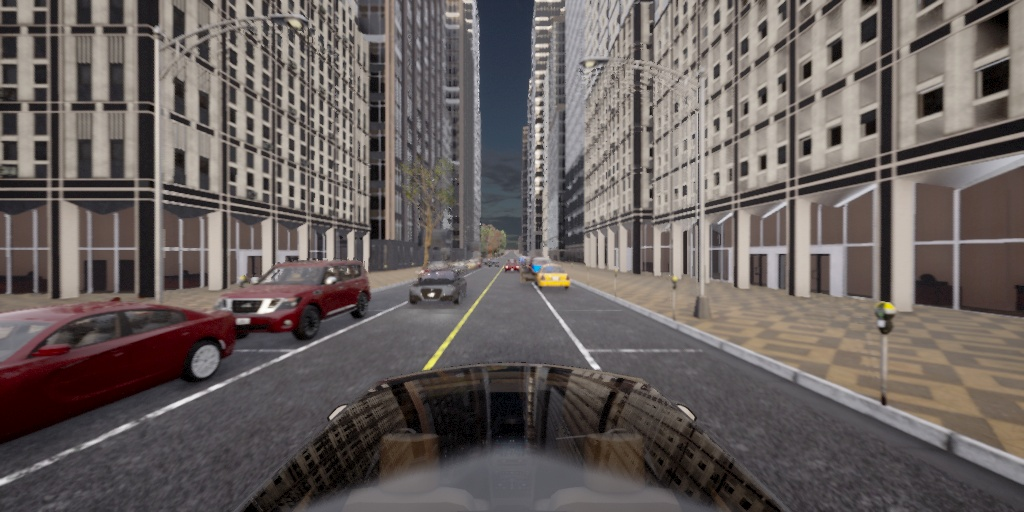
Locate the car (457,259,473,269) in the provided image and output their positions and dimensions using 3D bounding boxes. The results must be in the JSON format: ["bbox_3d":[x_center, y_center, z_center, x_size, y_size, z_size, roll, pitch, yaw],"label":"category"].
[{"bbox_3d":[-5.685,1.245,38.595,2.007,1.370,4.403,0,0,0],"label":"car"}]

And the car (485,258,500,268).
[{"bbox_3d":[-2.992,1.248,59.934,2.033,1.411,5.357,0,0,0],"label":"car"}]

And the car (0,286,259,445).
[{"bbox_3d":[-5.690,1.292,4.404,1.888,1.381,4.507,0,0,0],"label":"car"}]

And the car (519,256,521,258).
[{"bbox_3d":[0.008,1.130,57.083,1.882,1.535,5.008,0,0,0],"label":"car"}]

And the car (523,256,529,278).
[{"bbox_3d":[2.695,1.010,38.591,2.192,1.841,5.009,0,0,0],"label":"car"}]

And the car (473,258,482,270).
[{"bbox_3d":[-5.684,1.196,49.822,1.751,1.417,4.829,0,0,0],"label":"car"}]

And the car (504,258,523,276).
[{"bbox_3d":[0.039,1.287,43.095,1.895,1.301,4.718,0,0,1],"label":"car"}]

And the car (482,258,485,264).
[{"bbox_3d":[-5.683,1.096,55.692,1.967,1.591,4.097,0,0,0],"label":"car"}]

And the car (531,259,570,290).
[{"bbox_3d":[2.353,1.181,21.917,1.801,1.575,5.366,0,0,0],"label":"car"}]

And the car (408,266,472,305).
[{"bbox_3d":[-3.096,1.297,15.773,1.994,1.385,4.181,0,0,0],"label":"car"}]

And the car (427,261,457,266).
[{"bbox_3d":[-5.687,1.155,27.198,1.967,1.591,4.097,0,0,0],"label":"car"}]

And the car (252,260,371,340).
[{"bbox_3d":[-5.689,1.056,10.103,2.192,1.841,5.009,0,0,0],"label":"car"}]

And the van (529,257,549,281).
[{"bbox_3d":[2.694,1.046,32.892,1.690,1.789,3.998,0,0,0],"label":"van"}]

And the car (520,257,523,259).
[{"bbox_3d":[2.698,1.207,55.690,2.007,1.370,4.403,0,0,0],"label":"car"}]
